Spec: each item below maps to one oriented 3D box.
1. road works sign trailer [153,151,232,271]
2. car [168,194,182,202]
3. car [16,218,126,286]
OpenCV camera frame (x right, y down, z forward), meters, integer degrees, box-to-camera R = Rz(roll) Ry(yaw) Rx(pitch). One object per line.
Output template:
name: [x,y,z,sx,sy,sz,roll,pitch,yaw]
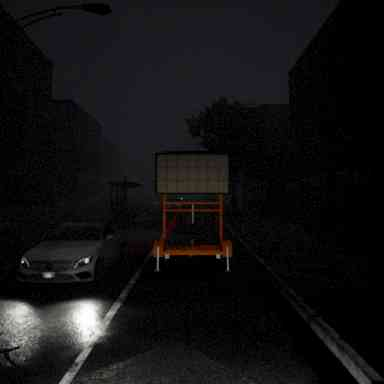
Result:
road works sign trailer: [0.024,0.470,10.858,2.380,3.560,2.880,0,0,0]
car: [-3.227,1.094,60.642,1.882,1.535,5.008,0,1,0]
car: [-3.107,1.531,9.528,1.812,1.442,4.674,0,0,0]
